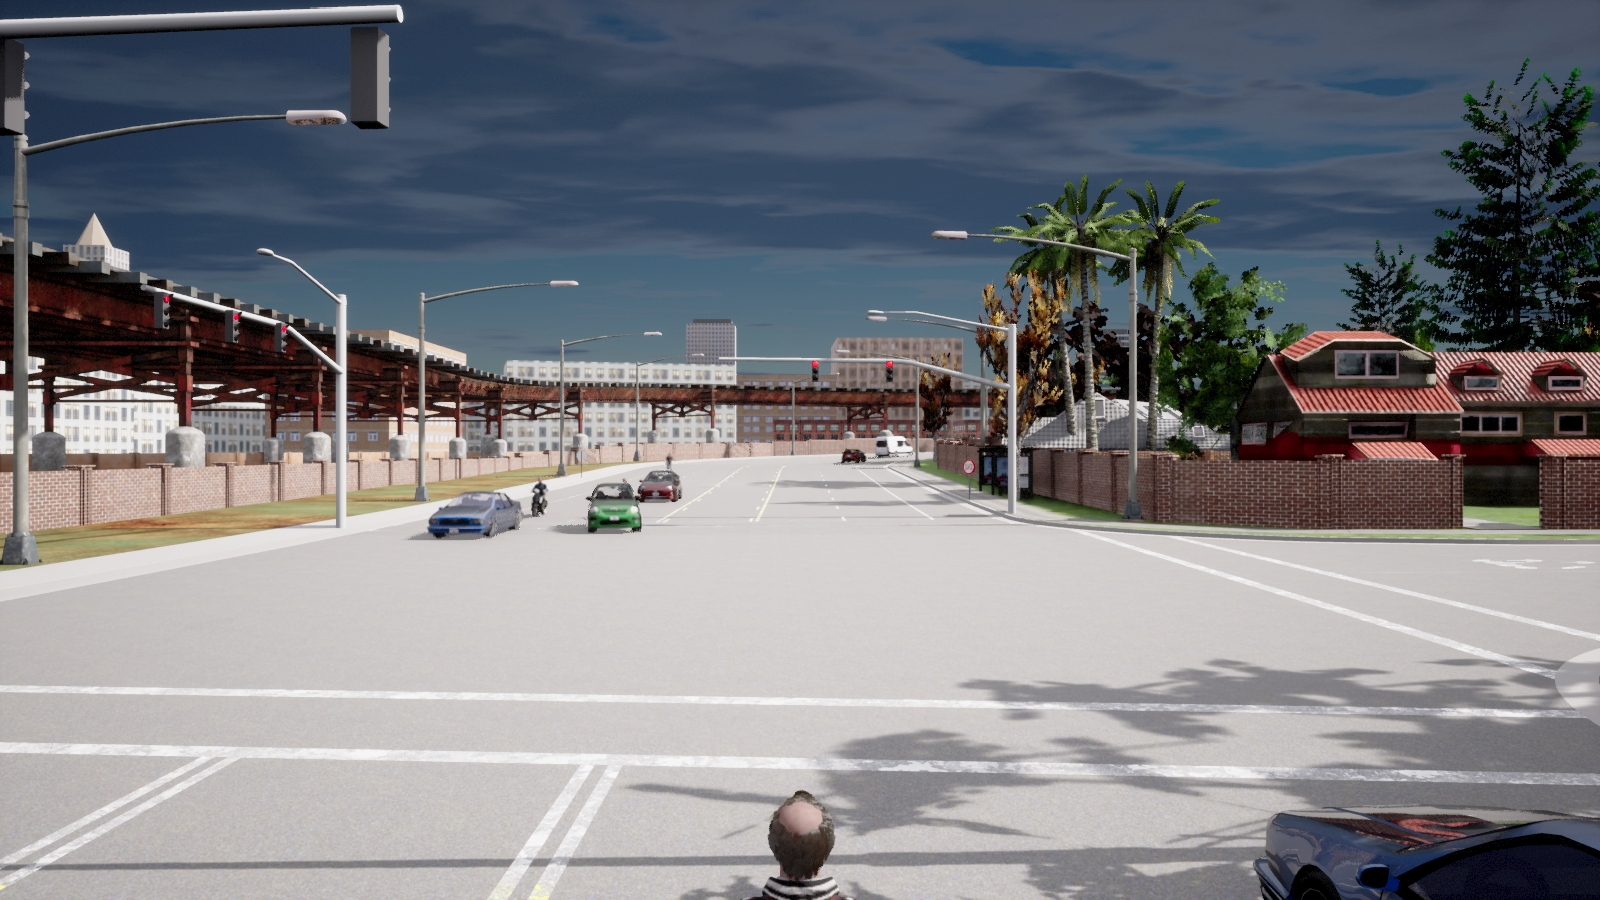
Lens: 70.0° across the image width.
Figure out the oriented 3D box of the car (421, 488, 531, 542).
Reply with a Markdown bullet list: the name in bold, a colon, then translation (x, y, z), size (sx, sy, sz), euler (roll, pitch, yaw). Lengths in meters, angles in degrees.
- **car**: translation (-10.512, 2.072, 37.488), size (2.033, 1.411, 5.357), euler (0, 0, 1)

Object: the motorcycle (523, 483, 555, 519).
- **motorcycle**: translation (-10.526, 2.044, 46.179), size (0.856, 1.341, 1.805), euler (0, 1, 0)

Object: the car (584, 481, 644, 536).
- **car**: translation (-6.425, 1.956, 39.181), size (1.851, 1.617, 3.988), euler (0, 0, -11)

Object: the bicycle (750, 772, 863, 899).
- **bicycle**: translation (0.019, 2.048, 3.681), size (0.329, 1.496, 1.835), euler (0, 0, 0)

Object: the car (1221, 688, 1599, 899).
- **car**: translation (3.467, 2.106, 4.038), size (2.033, 1.411, 5.357), euler (0, 0, 1)

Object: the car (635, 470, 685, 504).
- **car**: translation (-7.040, 1.822, 57.868), size (2.007, 1.525, 4.514), euler (0, 1, 0)
